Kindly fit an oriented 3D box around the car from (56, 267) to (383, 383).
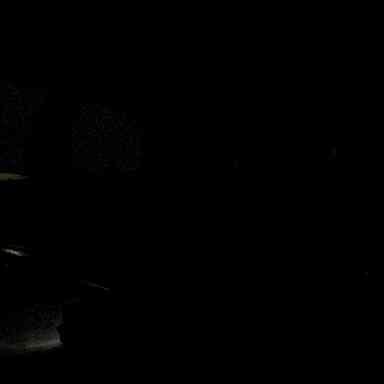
[{"bbox_3d":[0.627,1.589,3.556,5.357,1.411,2.033,-1,-1,41],"label":"car"}]
